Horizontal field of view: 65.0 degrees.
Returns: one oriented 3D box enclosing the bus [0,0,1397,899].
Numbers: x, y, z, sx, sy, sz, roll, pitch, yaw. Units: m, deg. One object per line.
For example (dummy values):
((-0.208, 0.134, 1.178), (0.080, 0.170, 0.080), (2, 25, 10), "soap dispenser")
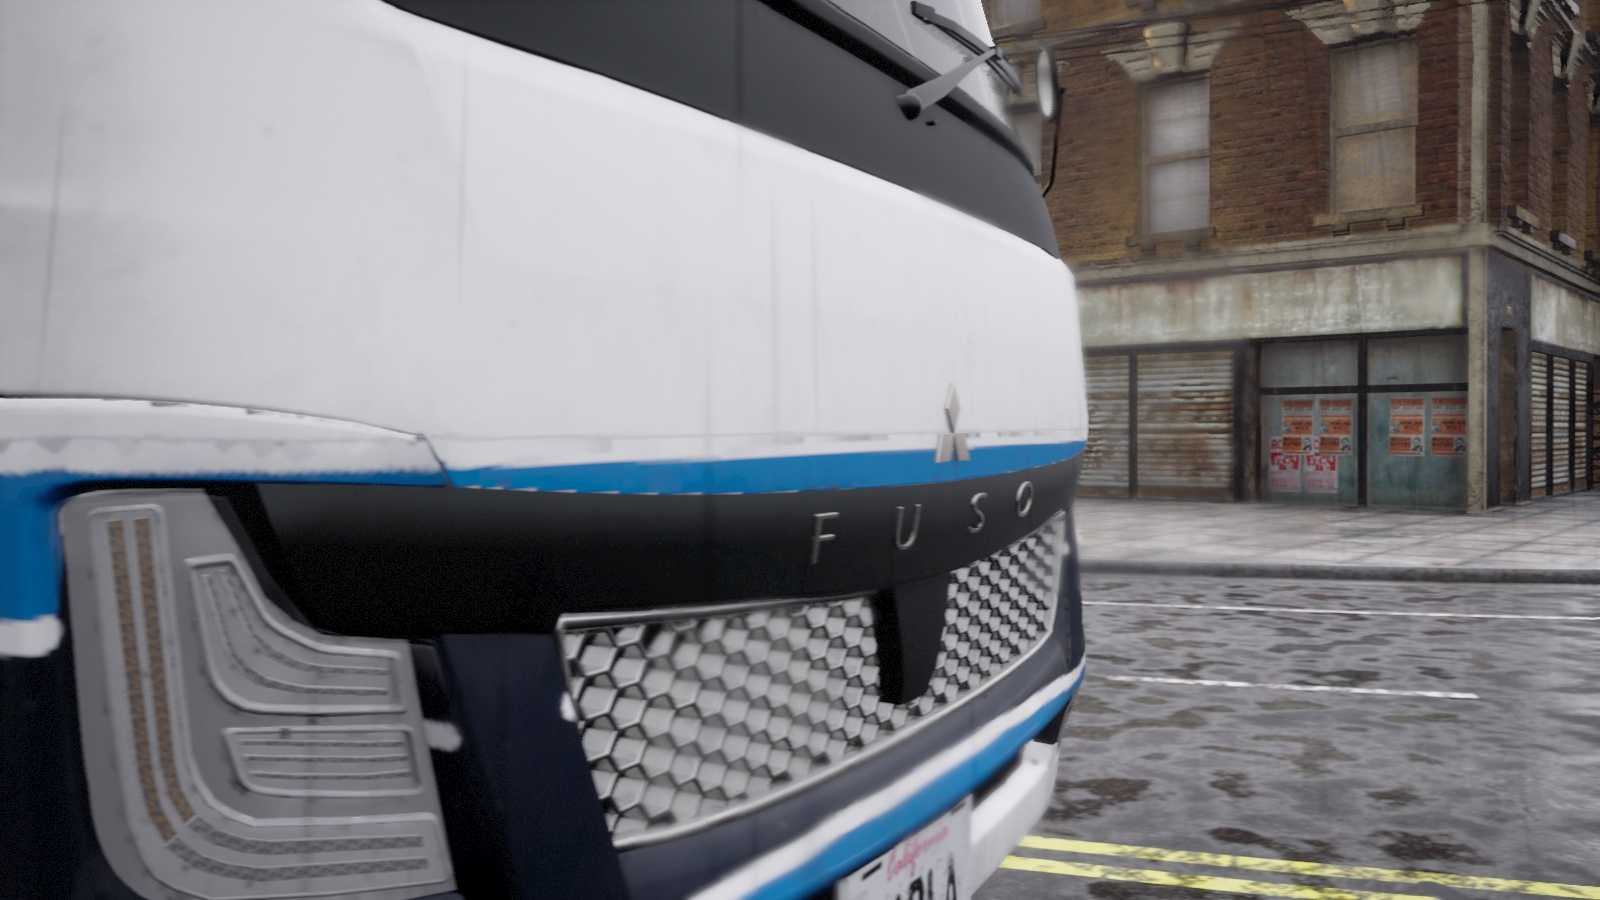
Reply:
((-3.644, -0.633, 4.552), (10.273, 4.253, 3.944), (1, 1, 29), "bus")
